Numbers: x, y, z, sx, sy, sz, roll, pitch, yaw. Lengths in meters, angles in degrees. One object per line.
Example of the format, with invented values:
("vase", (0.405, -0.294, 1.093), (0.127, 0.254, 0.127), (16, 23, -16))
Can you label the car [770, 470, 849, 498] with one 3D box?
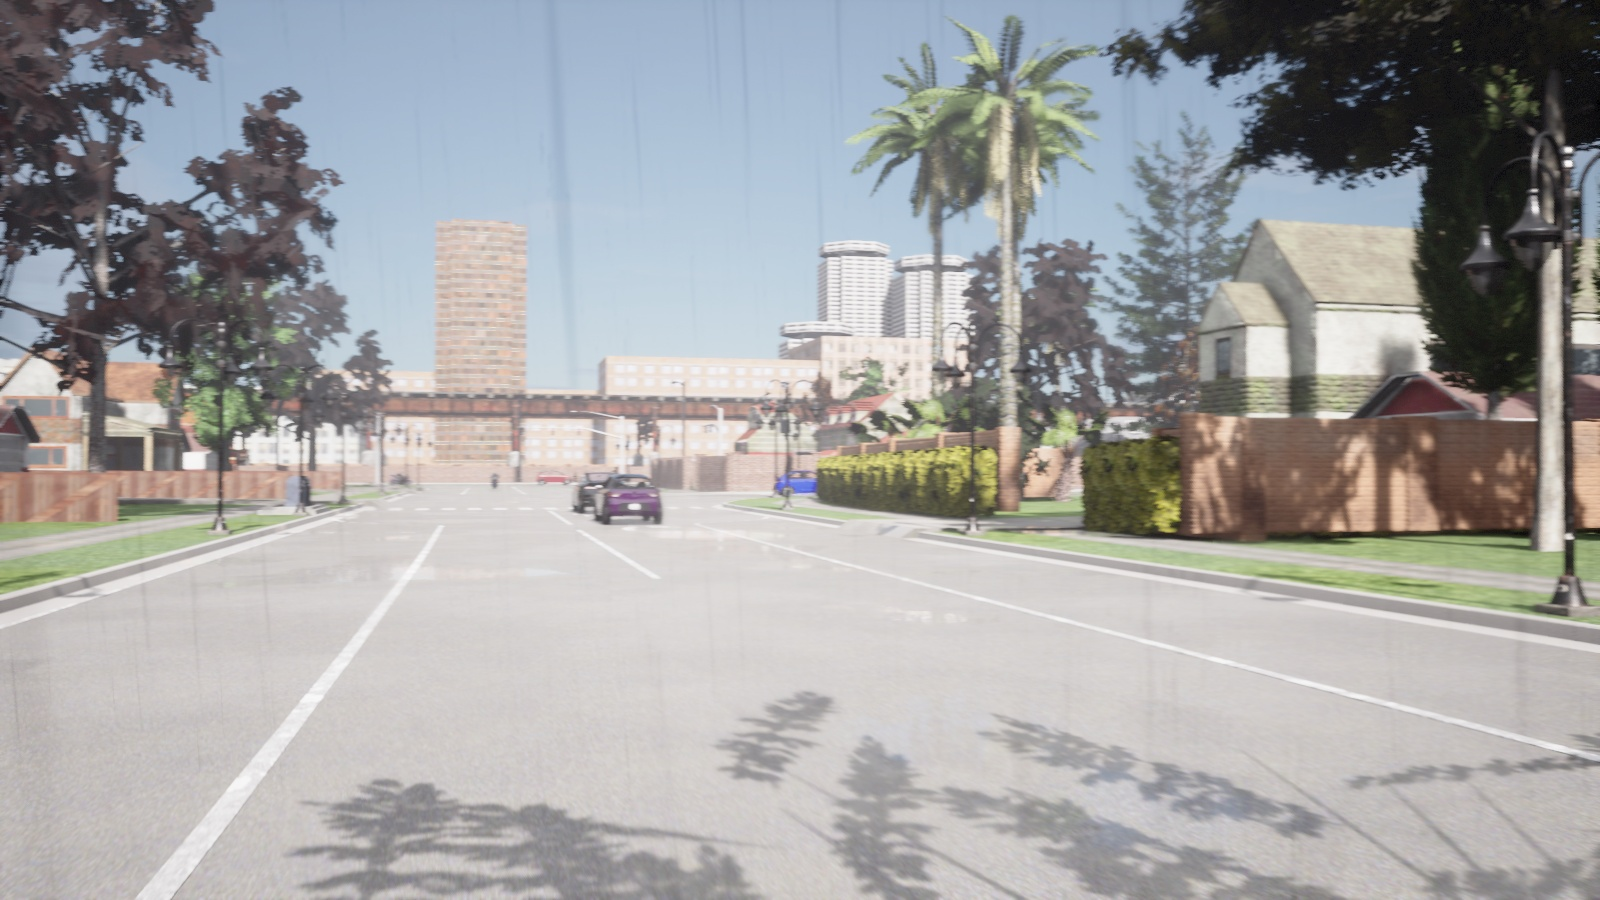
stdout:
("car", (0.504, 1.862, 69.537), (4.193, 1.474, 1.816), (-1, -1, -7))

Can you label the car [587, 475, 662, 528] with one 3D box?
("car", (-5.349, 1.498, 37.860), (1.816, 1.474, 4.193), (0, -1, -14))

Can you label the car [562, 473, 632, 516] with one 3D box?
("car", (-7.651, 1.608, 46.962), (2.128, 1.511, 4.902), (0, -1, -14))
